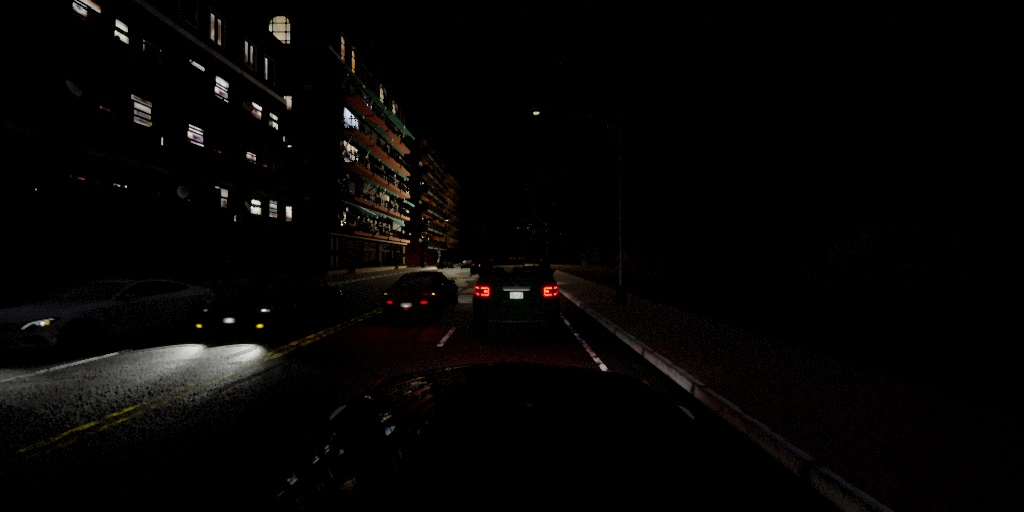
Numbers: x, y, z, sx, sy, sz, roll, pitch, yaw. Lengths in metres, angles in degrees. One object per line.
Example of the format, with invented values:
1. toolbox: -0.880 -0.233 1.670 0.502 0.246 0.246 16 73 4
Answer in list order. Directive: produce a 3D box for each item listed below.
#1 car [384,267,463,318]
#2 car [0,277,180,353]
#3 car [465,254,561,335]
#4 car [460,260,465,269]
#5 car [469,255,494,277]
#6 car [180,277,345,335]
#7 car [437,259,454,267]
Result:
1. car: -3.121 1.277 12.905 1.812 1.442 4.674 0 0 0
2. car: -9.819 1.277 8.954 1.812 1.442 4.674 0 0 0
3. car: 0.118 0.973 10.704 2.150 2.045 5.566 0 0 0
4. car: -6.455 1.297 53.173 2.033 1.411 5.357 0 0 0
5. car: -3.052 0.974 37.235 2.150 2.045 5.566 0 0 0
6. car: -6.577 1.315 10.325 1.994 1.385 4.181 0 0 0
7. car: -9.705 1.254 52.328 1.837 1.490 4.892 0 0 0
